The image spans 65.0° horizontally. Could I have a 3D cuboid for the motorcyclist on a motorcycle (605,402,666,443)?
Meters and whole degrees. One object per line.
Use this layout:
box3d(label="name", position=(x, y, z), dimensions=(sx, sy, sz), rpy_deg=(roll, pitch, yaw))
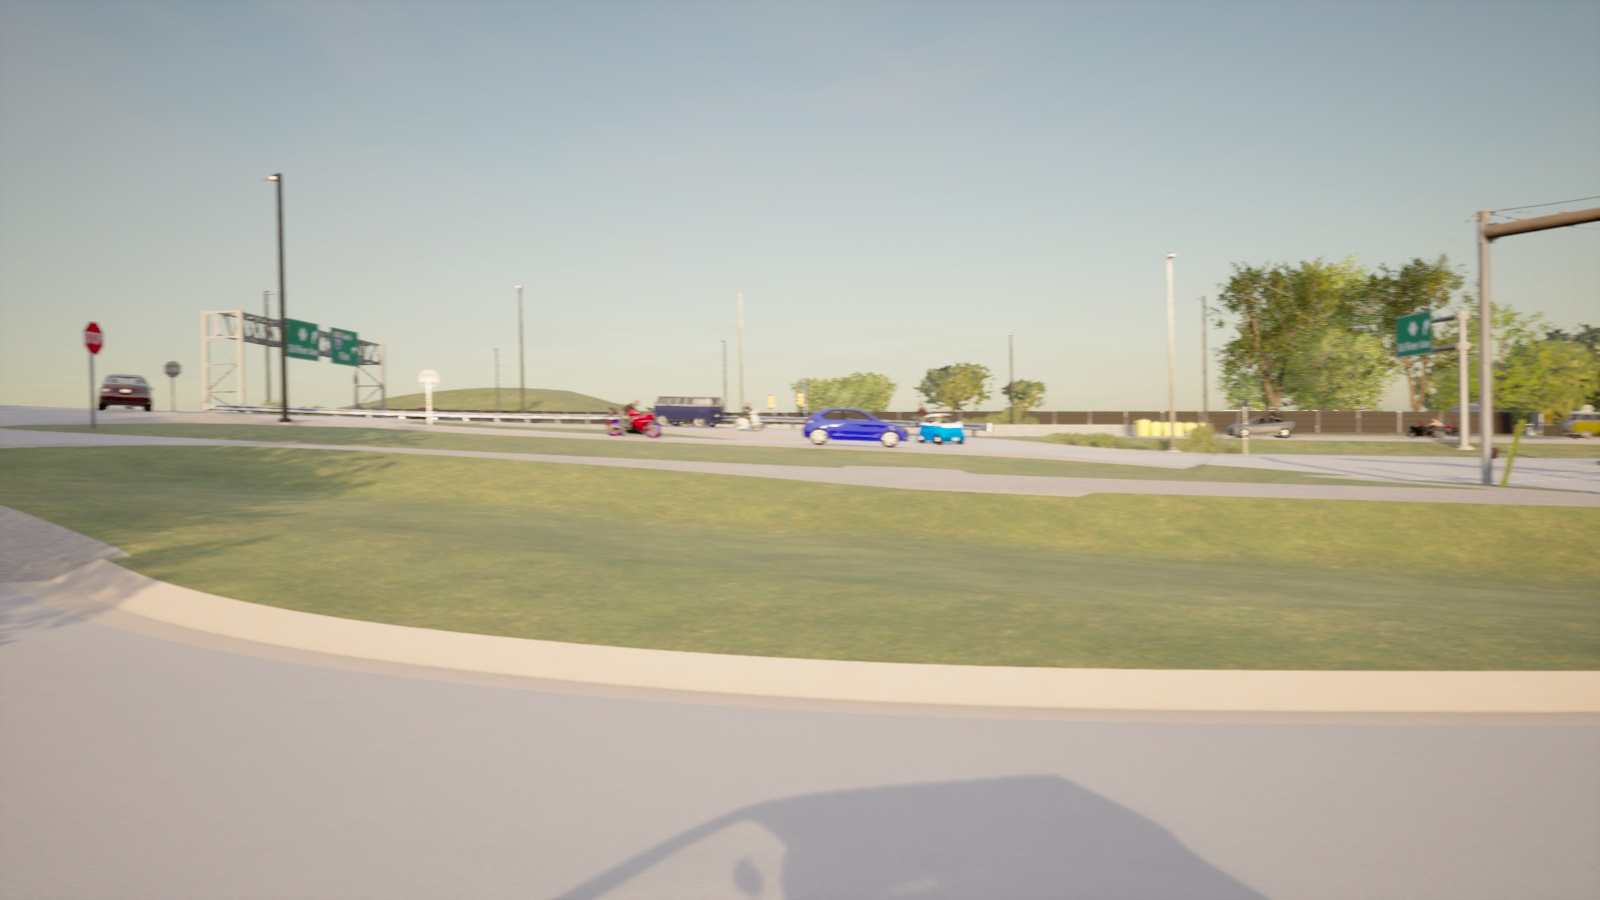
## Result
box3d(label="motorcyclist on a motorcycle", position=(-6.474, -1.085, 49.495), dimensions=(2.191, 1.530, 0.866), rpy_deg=(1, 1, 3))

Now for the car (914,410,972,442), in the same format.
box3d(label="car", position=(6.356, -1.089, 56.003), dimensions=(1.481, 1.376, 2.207), rpy_deg=(-3, 3, -32))

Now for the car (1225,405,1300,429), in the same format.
box3d(label="car", position=(32.368, -2.305, 87.937), dimensions=(4.514, 1.525, 2.007), rpy_deg=(-1, 1, 3))

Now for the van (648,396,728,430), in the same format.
box3d(label="van", position=(-6.713, -2.209, 75.103), dimensions=(4.442, 1.987, 1.775), rpy_deg=(1, 2, 25))

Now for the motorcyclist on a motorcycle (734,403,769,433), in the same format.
box3d(label="motorcyclist on a motorcycle", position=(-2.622, -1.726, 67.751), dimensions=(1.817, 1.590, 0.866), rpy_deg=(2, 4, 43))

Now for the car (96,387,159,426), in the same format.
box3d(label="car", position=(-26.065, -1.658, 48.642), dimensions=(2.033, 1.411, 5.357), rpy_deg=(1, 1, -29))

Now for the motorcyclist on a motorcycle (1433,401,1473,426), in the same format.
box3d(label="motorcyclist on a motorcycle", position=(45.371, -2.541, 87.310), dimensions=(2.350, 1.649, 0.766), rpy_deg=(-1, 1, 3))

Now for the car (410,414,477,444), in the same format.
box3d(label="car", position=(-23.725, -1.385, 83.635), dimensions=(3.866, 1.878, 1.905), rpy_deg=(-1, 1, 3))

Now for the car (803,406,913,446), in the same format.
box3d(label="car", position=(2.264, -0.929, 49.027), dimensions=(4.193, 1.474, 1.816), rpy_deg=(1, 1, 2))
